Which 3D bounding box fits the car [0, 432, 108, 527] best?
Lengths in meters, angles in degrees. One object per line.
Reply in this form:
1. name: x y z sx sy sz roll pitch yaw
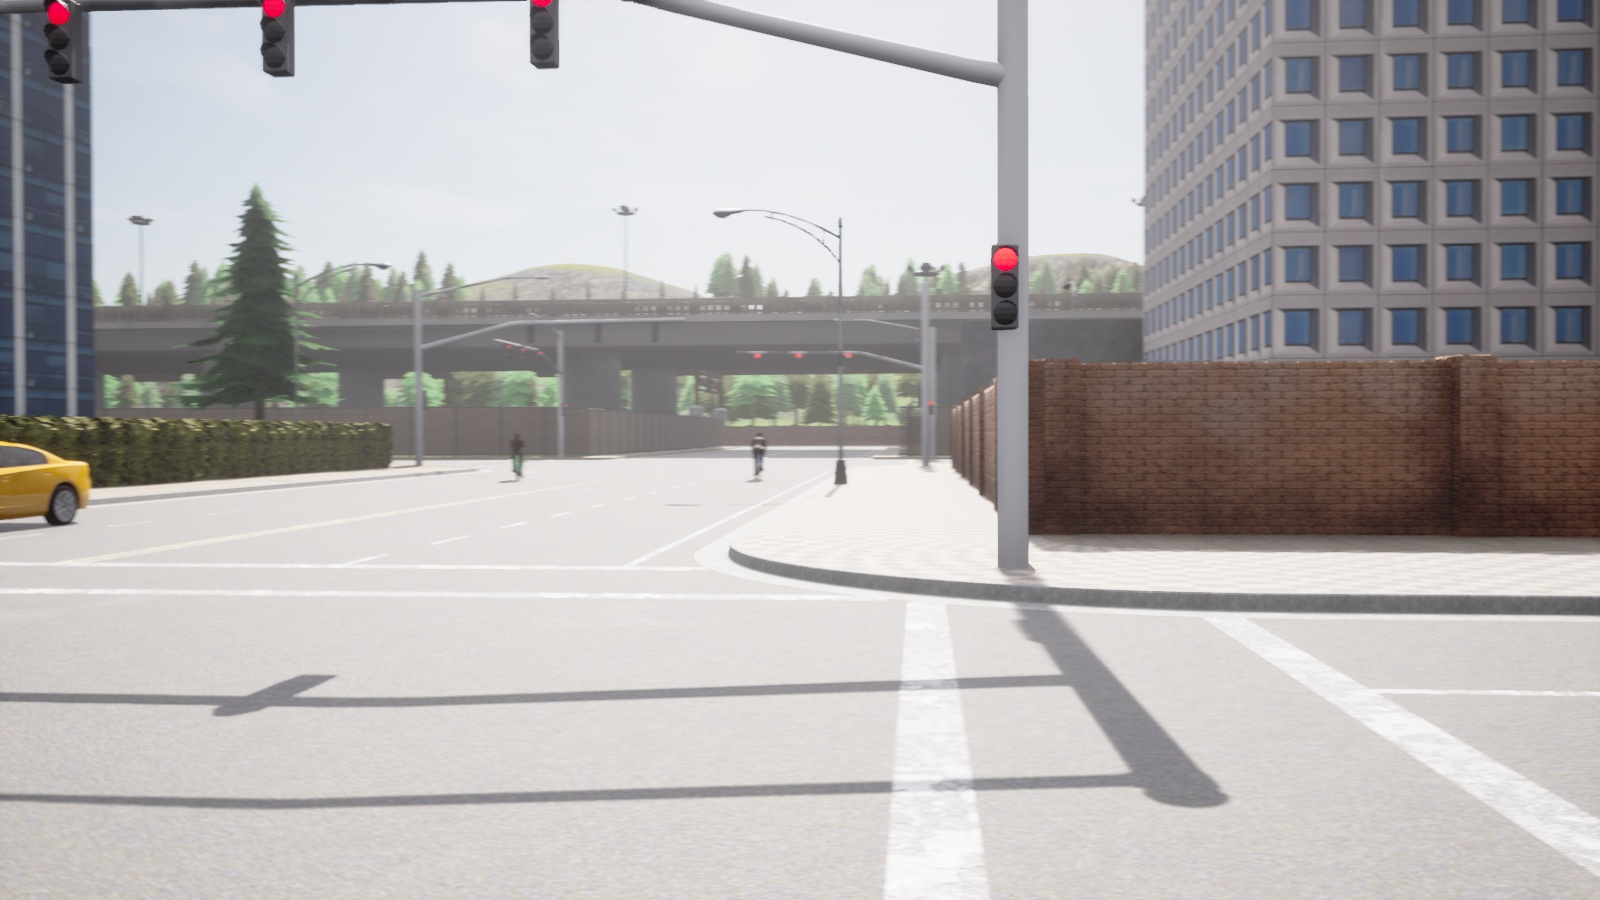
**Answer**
1. car: -13.838 0.469 20.575 1.882 1.535 5.008 0 1 5
